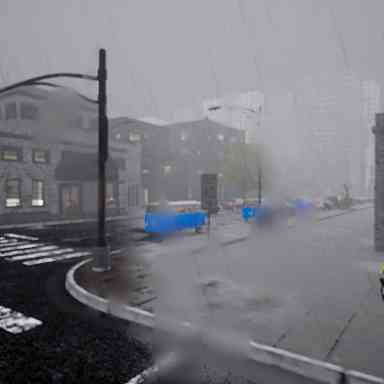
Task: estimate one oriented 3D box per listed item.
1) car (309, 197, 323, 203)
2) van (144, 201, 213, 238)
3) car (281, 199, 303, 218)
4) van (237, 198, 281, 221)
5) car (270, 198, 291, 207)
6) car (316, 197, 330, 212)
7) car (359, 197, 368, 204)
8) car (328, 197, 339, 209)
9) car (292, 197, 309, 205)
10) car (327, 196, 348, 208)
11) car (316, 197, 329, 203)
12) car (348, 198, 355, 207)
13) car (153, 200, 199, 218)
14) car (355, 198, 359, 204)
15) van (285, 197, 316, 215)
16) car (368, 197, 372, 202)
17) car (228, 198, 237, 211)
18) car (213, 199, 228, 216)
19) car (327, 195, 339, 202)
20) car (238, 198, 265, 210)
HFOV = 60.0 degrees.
[{"bbox_3d":[27.054,1.719,72.569,1.752,1.417,4.829,0,0,35],"label":"car"},{"bbox_3d":[-0.789,1.404,18.110,1.690,1.788,3.998,0,0,35],"label":"van"},{"bbox_3d":[8.701,1.651,31.687,1.887,1.381,4.507,0,0,35],"label":"car"},{"bbox_3d":[5.538,1.432,27.162,1.690,1.788,3.998,0,0,35],"label":"van"},{"bbox_3d":[14.498,1.658,54.606,1.887,1.381,4.507,0,0,35],"label":"car"},{"bbox_3d":[15.126,1.666,40.879,1.752,1.417,4.829,0,0,35],"label":"car"},{"bbox_3d":[34.010,1.802,67.893,1.887,1.381,4.507,0,0,35],"label":"car"},{"bbox_3d":[18.192,1.724,45.264,1.947,1.339,4.313,0,0,35],"label":"car"},{"bbox_3d":[20.825,1.697,63.657,1.887,1.381,4.507,0,0,35],"label":"car"},{"bbox_3d":[21.357,1.491,49.791,2.192,1.841,5.009,0,0,35],"label":"car"},{"bbox_3d":[30.315,1.783,77.234,1.947,1.339,4.313,0,0,35],"label":"car"},{"bbox_3d":[24.521,1.510,54.317,2.192,1.841,5.009,0,0,35],"label":"car"},{"bbox_3d":[-1.418,1.554,31.838,1.752,1.417,4.829,0,0,35],"label":"car"},{"bbox_3d":[27.781,1.741,58.981,1.752,1.417,4.829,0,0,35],"label":"car"},{"bbox_3d":[11.866,1.464,36.213,1.690,1.788,3.998,0,0,35],"label":"van"},{"bbox_3d":[43.501,1.890,81.470,1.947,1.339,4.313,0,0,35],"label":"car"},{"bbox_3d":[5.008,1.501,41.030,1.967,1.590,4.097,0,0,35],"label":"car"},{"bbox_3d":[1.058,1.554,30.854,1.837,1.490,4.892,1,0,35],"label":"car"},{"bbox_3d":[36.643,1.702,86.285,1.967,1.590,4.097,0,0,35],"label":"car"},{"bbox_3d":[8.170,1.623,45.556,1.887,1.381,4.507,0,0,35],"label":"car"}]
